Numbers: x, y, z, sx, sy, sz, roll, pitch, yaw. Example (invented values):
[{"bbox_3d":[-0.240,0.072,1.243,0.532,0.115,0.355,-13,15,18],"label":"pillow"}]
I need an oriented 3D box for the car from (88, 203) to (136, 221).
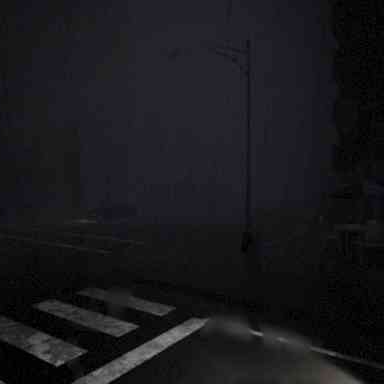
[{"bbox_3d":[-6.770,1.630,28.489,1.994,1.385,4.181,0,0,36],"label":"car"}]
